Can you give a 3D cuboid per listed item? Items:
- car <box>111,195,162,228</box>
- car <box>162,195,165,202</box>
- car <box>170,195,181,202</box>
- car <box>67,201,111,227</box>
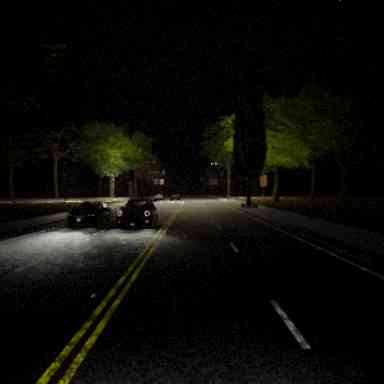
[{"bbox_3d":[-3.333,1.209,20.844,2.097,1.767,4.553,0,0,0],"label":"car"},{"bbox_3d":[-6.447,1.206,65.832,2.033,1.411,5.357,0,0,0],"label":"car"},{"bbox_3d":[-3.197,1.189,65.829,1.994,1.385,4.181,0,0,0],"label":"car"},{"bbox_3d":[-6.581,1.342,21.772,2.128,1.511,4.902,0,0,0],"label":"car"}]
